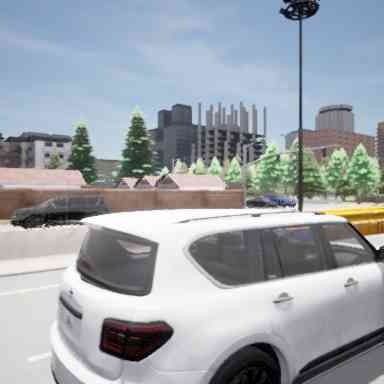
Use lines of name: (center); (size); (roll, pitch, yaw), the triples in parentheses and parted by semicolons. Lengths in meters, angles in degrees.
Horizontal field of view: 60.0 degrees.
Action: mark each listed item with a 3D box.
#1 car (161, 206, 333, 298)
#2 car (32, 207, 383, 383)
car: (1.641, 1.365, 9.198); (4.553, 1.767, 2.097); (0, 0, -35)
car: (1.098, 1.229, 4.520); (5.566, 2.045, 2.150); (0, 0, -35)
